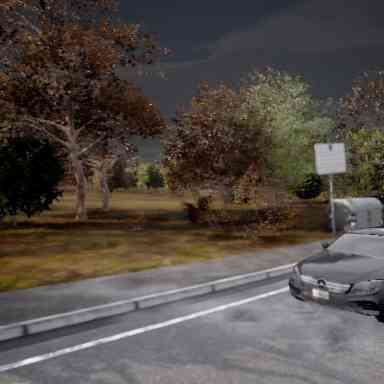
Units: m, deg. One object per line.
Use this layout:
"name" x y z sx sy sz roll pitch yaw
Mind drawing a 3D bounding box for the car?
"car" 4.072 1.544 7.327 4.674 1.442 1.812 0 -1 -39
